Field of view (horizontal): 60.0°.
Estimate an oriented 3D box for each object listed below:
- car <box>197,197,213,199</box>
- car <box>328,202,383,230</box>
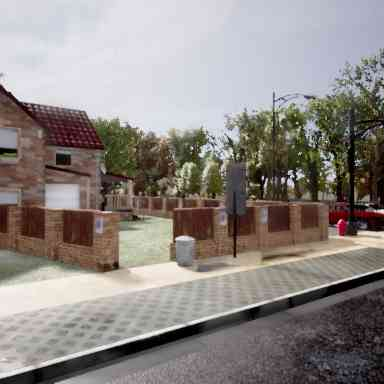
[{"bbox_3d":[1.712,1.365,37.553,1.882,1.535,5.008,0,0,-35],"label":"car"},{"bbox_3d":[9.571,1.432,20.910,1.882,1.535,5.008,0,0,-35],"label":"car"}]
